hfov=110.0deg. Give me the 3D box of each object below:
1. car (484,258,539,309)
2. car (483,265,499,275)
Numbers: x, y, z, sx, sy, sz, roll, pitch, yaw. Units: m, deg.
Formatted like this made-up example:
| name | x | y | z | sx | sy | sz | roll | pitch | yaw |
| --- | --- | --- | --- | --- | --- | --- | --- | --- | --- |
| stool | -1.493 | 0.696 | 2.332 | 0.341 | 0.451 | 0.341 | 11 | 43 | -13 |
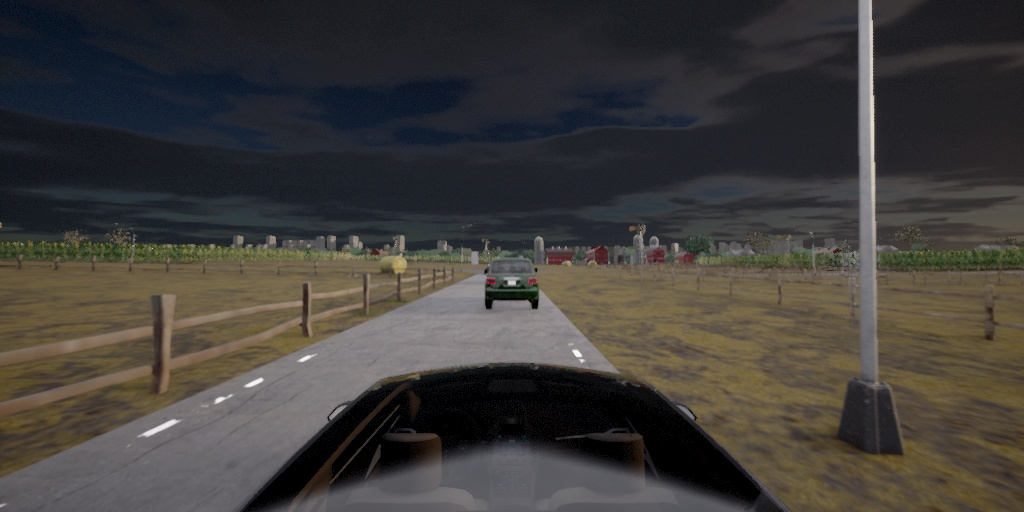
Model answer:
| name | x | y | z | sx | sy | sz | roll | pitch | yaw |
| --- | --- | --- | --- | --- | --- | --- | --- | --- | --- |
| car | -0.004 | 1.109 | 15.901 | 2.150 | 2.045 | 5.566 | 0 | 0 | 0 |
| car | -2.770 | 1.864 | 48.514 | 1.895 | 1.301 | 4.718 | 0 | -1 | 0 |
